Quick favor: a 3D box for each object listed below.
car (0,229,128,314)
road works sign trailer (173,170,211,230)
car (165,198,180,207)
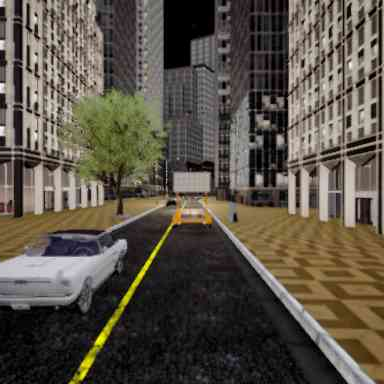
[{"bbox_3d":[-2.851,1.594,7.728,1.895,1.301,4.718,0,0,0],"label":"car"},{"bbox_3d":[0.001,0.447,20.783,2.380,3.560,2.880,0,0,0],"label":"road works sign trailer"},{"bbox_3d":[-2.823,1.550,49.610,1.994,1.385,4.181,0,0,0],"label":"car"}]
